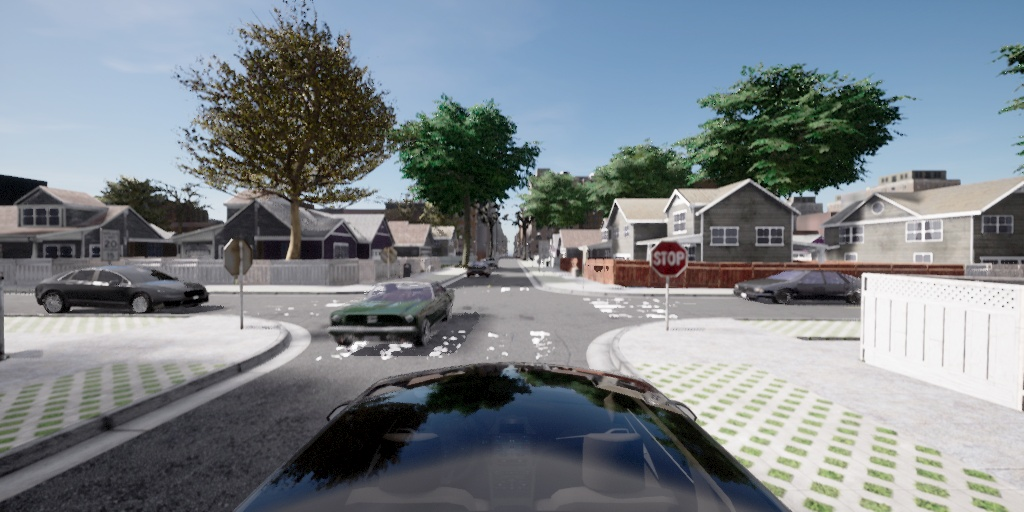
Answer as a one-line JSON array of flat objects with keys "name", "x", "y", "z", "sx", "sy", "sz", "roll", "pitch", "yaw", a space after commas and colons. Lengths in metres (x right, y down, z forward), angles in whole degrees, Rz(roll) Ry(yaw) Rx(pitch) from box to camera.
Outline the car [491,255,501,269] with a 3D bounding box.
[{"name": "car", "x": -2.806, "y": 0.964, "z": 48.885, "sx": 1.837, "sy": 1.490, "sz": 4.892, "roll": 0, "pitch": 1, "yaw": 0}]

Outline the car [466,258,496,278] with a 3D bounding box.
[{"name": "car", "x": -2.784, "y": 1.122, "z": 31.097, "sx": 2.033, "sy": 1.411, "sz": 5.357, "roll": 0, "pitch": 0, "yaw": 0}]

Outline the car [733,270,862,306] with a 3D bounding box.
[{"name": "car", "x": 12.572, "y": 1.290, "z": 15.326, "sx": 5.357, "sy": 1.411, "sz": 2.033, "roll": 0, "pitch": 0, "yaw": 0}]

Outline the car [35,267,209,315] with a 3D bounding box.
[{"name": "car", "x": -13.185, "y": 1.126, "z": 12.288, "sx": 4.892, "sy": 1.490, "sz": 1.837, "roll": 1, "pitch": 0, "yaw": 2}]

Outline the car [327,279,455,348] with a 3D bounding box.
[{"name": "car", "x": -2.756, "y": 1.300, "z": 9.252, "sx": 1.895, "sy": 1.301, "sz": 4.718, "roll": 0, "pitch": 1, "yaw": 0}]
